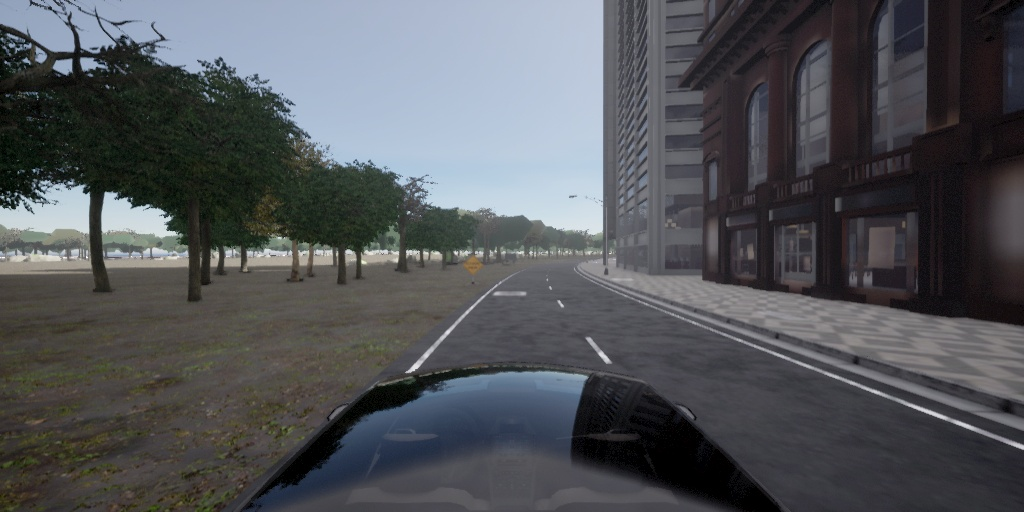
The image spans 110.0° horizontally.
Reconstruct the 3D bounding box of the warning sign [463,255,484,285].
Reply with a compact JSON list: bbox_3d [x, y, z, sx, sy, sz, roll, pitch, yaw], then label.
[{"bbox_3d":[-2.421,0.855,22.264,1.300,1.860,1.060,0,0,3],"label":"warning sign"}]
